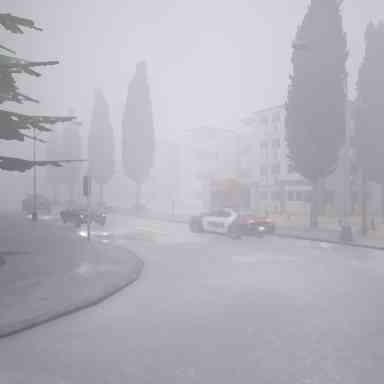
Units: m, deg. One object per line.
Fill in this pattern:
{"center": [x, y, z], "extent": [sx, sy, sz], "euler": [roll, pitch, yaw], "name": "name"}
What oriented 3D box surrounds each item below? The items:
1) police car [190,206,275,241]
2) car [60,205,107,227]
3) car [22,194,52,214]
{"center": [1.768, 1.509, 17.053], "extent": [2.038, 1.542, 4.974], "euler": [0, 0, -36], "name": "police car"}
{"center": [-7.561, 1.601, 22.977], "extent": [1.895, 1.301, 4.718], "euler": [0, 0, -36], "name": "car"}
{"center": [-16.843, 1.223, 35.893], "extent": [2.150, 2.045, 5.566], "euler": [0, 0, -36], "name": "car"}
